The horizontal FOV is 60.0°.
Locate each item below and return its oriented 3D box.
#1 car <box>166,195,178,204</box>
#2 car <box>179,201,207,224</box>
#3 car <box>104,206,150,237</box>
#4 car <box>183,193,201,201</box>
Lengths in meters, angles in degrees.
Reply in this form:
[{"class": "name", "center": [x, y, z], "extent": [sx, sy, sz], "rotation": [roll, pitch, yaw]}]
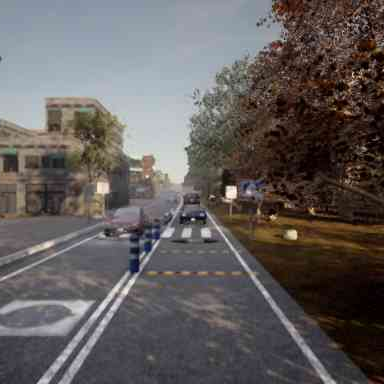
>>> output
[{"class": "car", "center": [-3.575, 1.307, 59.820], "extent": [2.128, 1.511, 4.902], "rotation": [0, 0, 0]}, {"class": "car", "center": [0.060, 1.562, 24.664], "extent": [1.895, 1.301, 4.718], "rotation": [0, 0, 0]}, {"class": "car", "center": [-3.362, 1.503, 17.934], "extent": [1.812, 1.442, 4.674], "rotation": [0, 0, 0]}, {"class": "car", "center": [-0.032, 1.117, 43.198], "extent": [2.150, 2.045, 5.566], "rotation": [0, 0, 0]}]
